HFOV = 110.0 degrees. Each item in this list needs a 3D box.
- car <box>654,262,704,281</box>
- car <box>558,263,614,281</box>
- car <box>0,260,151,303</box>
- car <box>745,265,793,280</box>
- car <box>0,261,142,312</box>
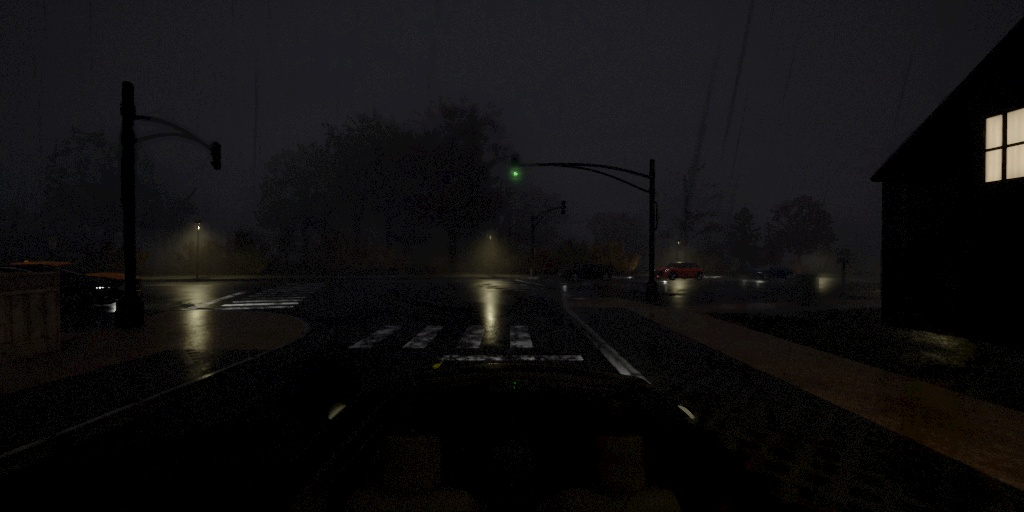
[{"bbox_3d":[15.617,1.348,33.761,4.553,1.767,2.097,1,0,-17],"label":"car"},{"bbox_3d":[6.299,1.358,30.692,4.892,1.490,1.837,1,0,-18],"label":"car"},{"bbox_3d":[-18.323,0.960,14.401,5.008,1.535,1.882,1,0,-21],"label":"car"},{"bbox_3d":[26.592,1.644,37.112,5.008,1.535,1.882,1,0,-16],"label":"car"},{"bbox_3d":[-15.952,1.021,11.841,4.902,1.511,2.128,1,0,-21],"label":"car"}]
